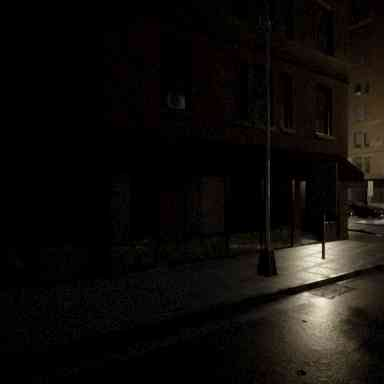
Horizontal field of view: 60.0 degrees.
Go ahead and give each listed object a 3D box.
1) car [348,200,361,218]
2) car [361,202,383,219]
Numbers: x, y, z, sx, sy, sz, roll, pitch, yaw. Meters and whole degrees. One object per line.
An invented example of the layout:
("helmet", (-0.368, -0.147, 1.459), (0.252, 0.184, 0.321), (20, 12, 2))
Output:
("car", (9.964, 1.279, 25.649), (1.837, 1.490, 4.892), (0, 1, -35))
("car", (12.877, 1.327, 27.203), (2.033, 1.411, 5.357), (0, 1, -32))
